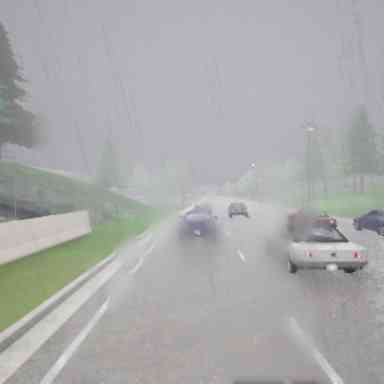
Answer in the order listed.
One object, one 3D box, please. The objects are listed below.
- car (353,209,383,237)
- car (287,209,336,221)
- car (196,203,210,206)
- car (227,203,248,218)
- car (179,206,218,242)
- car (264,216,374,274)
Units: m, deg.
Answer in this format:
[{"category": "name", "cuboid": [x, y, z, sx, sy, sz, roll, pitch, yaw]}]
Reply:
[{"category": "car", "cuboid": [10.904, 1.663, 18.777, 1.812, 1.442, 4.674, 0, 0, 2]}, {"category": "car", "cuboid": [7.498, 1.758, 21.428, 1.895, 1.301, 4.718, 0, 0, 2]}, {"category": "car", "cuboid": [1.163, 1.857, 34.955, 1.895, 1.301, 4.718, 0, 0, 3]}, {"category": "car", "cuboid": [4.599, 1.795, 33.733, 2.033, 1.411, 5.357, 0, 0, 3]}, {"category": "car", "cuboid": [0.354, 1.650, 16.976, 1.812, 1.442, 4.674, 0, 0, 2]}, {"category": "car", "cuboid": [3.677, 1.681, 10.856, 1.895, 1.301, 4.718, 0, 0, 1]}]
